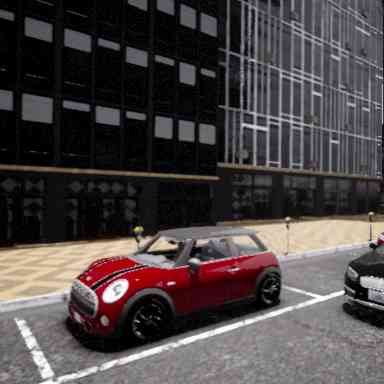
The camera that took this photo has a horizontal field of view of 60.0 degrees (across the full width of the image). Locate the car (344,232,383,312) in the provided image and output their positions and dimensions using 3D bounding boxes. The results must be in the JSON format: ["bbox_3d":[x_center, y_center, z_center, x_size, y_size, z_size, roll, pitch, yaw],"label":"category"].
[{"bbox_3d":[5.165,1.525,7.050,4.902,1.511,2.128,0,0,-35],"label":"car"}]

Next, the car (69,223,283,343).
[{"bbox_3d":[-0.180,1.455,6.419,4.097,1.590,1.967,0,1,-36],"label":"car"}]
